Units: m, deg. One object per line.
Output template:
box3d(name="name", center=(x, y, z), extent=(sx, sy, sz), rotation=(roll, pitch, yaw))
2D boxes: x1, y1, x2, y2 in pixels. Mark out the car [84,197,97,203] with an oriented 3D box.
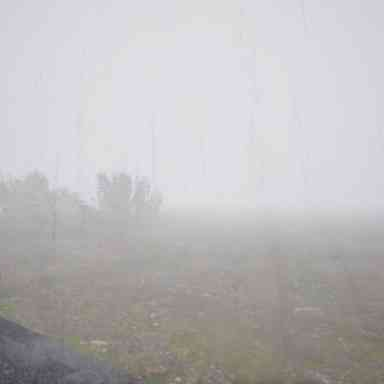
box3d(name="car", center=(-19.956, 1.675, 67.224), extent=(2.097, 1.767, 4.553), rotation=(-1, -1, 36))
